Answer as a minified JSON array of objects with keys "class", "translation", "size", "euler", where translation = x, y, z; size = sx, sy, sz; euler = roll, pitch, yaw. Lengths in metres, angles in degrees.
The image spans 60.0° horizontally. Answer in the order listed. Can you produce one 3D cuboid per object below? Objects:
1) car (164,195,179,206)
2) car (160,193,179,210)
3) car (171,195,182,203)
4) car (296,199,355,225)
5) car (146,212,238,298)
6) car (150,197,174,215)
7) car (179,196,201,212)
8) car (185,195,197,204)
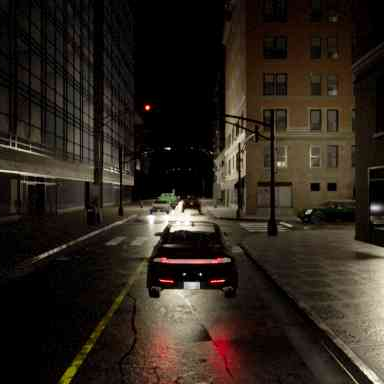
[{"class":"car","translation":[-3.227,1.316,53.636],"size":[2.097,1.767,4.553],"euler":[0,0,0]},{"class":"car","translation":[-3.203,1.193,43.732],"size":[2.150,2.045,5.566],"euler":[0,0,1]},{"class":"car","translation":[-3.211,1.445,68.662],"size":[2.128,1.511,4.902],"euler":[0,0,0]},{"class":"car","translation":[9.587,1.314,22.920],"size":[4.553,1.767,2.097],"euler":[0,0,-3]},{"class":"car","translation":[0.022,1.490,8.479],"size":[2.128,1.511,4.902],"euler":[0,0,1]},{"class":"car","translation":[-3.195,1.505,34.279],"size":[1.812,1.442,4.674],"euler":[0,0,0]},{"class":"car","translation":[-0.048,1.327,38.539],"size":[2.097,1.767,4.553],"euler":[0,0,0]},{"class":"car","translation":[-0.188,1.447,65.547],"size":[2.128,1.511,4.902],"euler":[0,0,0]}]
